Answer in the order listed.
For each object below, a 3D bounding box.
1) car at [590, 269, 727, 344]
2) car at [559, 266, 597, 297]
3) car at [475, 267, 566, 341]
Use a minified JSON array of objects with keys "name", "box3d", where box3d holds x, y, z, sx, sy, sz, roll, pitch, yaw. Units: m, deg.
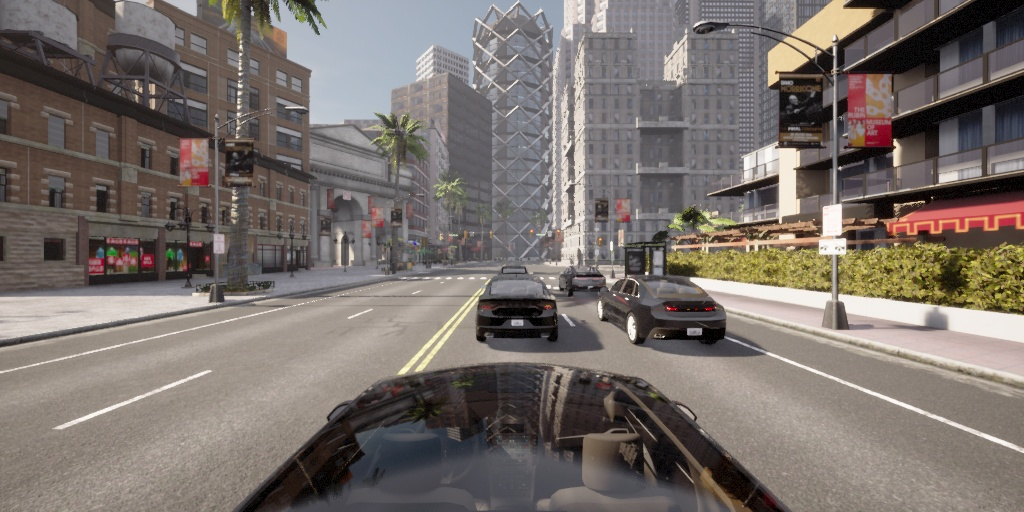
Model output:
[{"name":"car","box3d":[3.611,1.255,9.529,1.837,1.490,4.892,0,0,0]},{"name":"car","box3d":[3.605,1.241,18.934,2.128,1.511,4.902,0,0,0]},{"name":"car","box3d":[0.110,1.228,9.884,1.882,1.535,5.008,0,0,0]}]
